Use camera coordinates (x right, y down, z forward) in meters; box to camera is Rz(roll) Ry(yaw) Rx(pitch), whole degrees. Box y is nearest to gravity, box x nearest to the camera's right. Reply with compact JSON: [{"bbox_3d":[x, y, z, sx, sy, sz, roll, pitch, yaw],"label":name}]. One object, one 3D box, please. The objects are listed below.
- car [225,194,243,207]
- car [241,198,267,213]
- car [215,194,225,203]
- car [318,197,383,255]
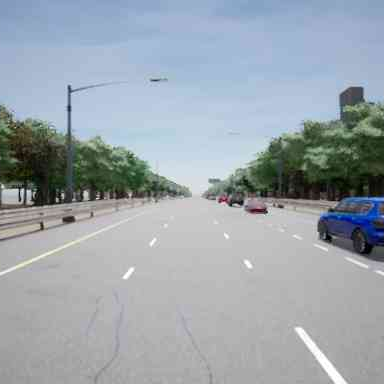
[{"bbox_3d":[7.103,1.346,54.457,2.150,2.045,5.566,0,0,0],"label":"car"},{"bbox_3d":[7.039,1.592,36.942,1.994,1.385,4.181,0,0,0],"label":"car"},{"bbox_3d":[7.245,1.609,78.017,2.150,2.045,5.566,0,-1,0],"label":"car"},{"bbox_3d":[7.005,1.223,13.359,2.150,2.045,5.566,0,0,0],"label":"car"}]
